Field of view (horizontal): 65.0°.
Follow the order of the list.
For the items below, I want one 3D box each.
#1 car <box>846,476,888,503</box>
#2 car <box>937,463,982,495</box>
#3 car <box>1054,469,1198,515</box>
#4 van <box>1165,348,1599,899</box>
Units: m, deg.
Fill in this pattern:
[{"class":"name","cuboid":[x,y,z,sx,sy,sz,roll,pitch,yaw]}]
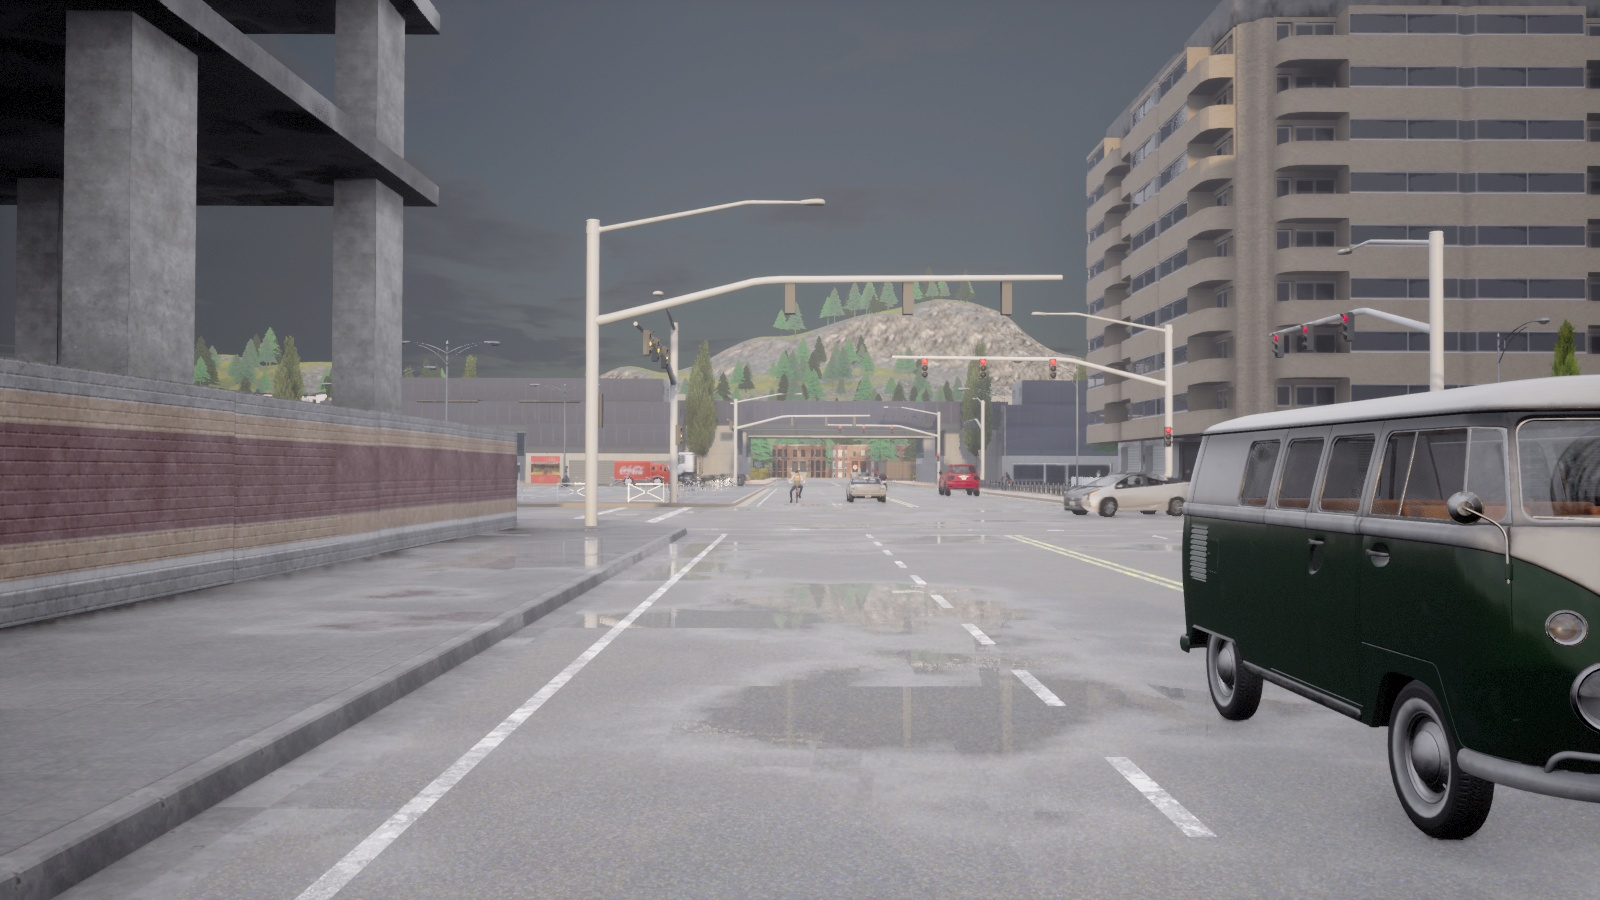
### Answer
[{"class":"car","cuboid":[3.361,1.973,63.964,1.895,1.301,4.718,0,-1,0]},{"class":"car","cuboid":[10.321,1.860,81.682,2.150,2.045,5.566,0,-1,0]},{"class":"car","cuboid":[11.361,1.419,43.748,4.514,1.525,2.007,0,-1,-21]},{"class":"van","cuboid":[3.485,0.665,6.680,1.775,1.987,4.442,0,-1,0]}]
